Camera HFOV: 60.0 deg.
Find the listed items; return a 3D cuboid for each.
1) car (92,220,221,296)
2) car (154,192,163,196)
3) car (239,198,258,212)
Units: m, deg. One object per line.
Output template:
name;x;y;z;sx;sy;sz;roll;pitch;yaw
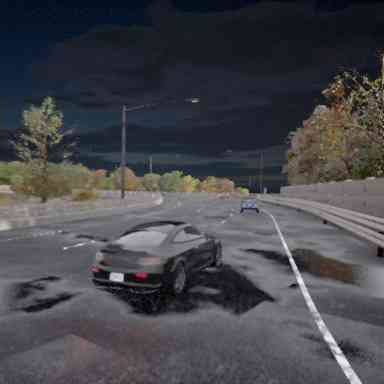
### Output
car;-0.626;1.448;8.480;1.812;1.442;4.674;1;1;21
car;-9.795;0.692;93.397;1.895;1.301;4.718;1;1;-25
car;5.973;1.346;35.090;2.033;1.411;5.357;1;0;7
